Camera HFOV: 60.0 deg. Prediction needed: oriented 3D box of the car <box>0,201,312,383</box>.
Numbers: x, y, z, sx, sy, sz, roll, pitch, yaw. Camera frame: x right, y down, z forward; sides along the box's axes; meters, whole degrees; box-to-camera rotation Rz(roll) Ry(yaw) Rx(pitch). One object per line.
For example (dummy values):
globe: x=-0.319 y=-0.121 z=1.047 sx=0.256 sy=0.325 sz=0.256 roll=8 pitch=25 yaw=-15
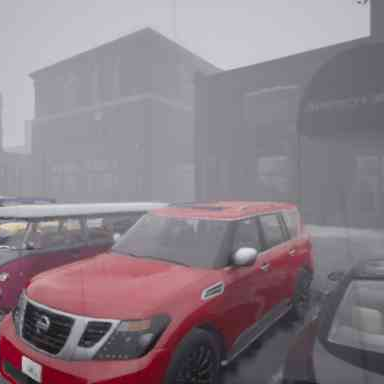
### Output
car: x=0.195 y=1.210 z=5.179 sx=2.435 sy=2.045 sz=5.566 roll=0 pitch=0 yaw=35

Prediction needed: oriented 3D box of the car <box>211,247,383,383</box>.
car: x=2.471 y=1.482 z=3.585 sx=2.231 sy=1.521 sz=4.892 roll=1 pitch=0 yaw=35

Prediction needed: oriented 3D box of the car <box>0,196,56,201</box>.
car: x=-6.593 y=1.160 z=10.015 sx=2.435 sy=2.045 sz=5.566 roll=0 pitch=0 yaw=35

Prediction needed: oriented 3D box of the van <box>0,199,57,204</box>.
van: x=-2.118 y=1.218 z=6.719 sx=1.878 sy=1.987 sz=4.442 roll=0 pitch=0 yaw=35
